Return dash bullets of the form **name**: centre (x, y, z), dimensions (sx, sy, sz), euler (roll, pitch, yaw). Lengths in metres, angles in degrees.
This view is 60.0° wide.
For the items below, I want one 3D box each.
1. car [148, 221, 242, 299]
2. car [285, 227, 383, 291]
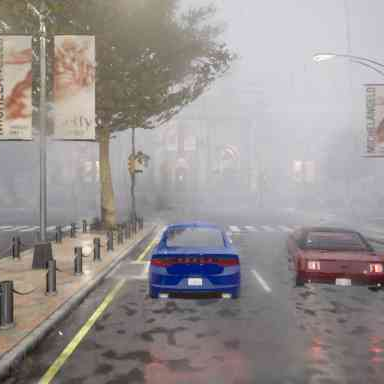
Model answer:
- **car**: centre (0.063, 1.478, 8.512), dimensions (1.882, 1.535, 5.008), euler (0, 0, 0)
- **car**: centre (3.669, 1.601, 9.143), dimensions (1.895, 1.301, 4.718), euler (0, 0, 13)
